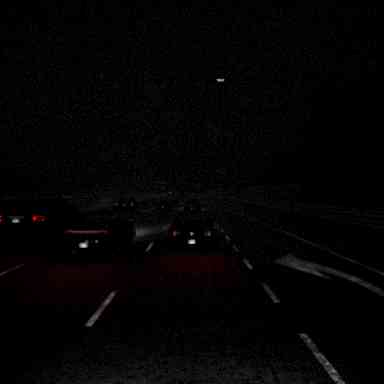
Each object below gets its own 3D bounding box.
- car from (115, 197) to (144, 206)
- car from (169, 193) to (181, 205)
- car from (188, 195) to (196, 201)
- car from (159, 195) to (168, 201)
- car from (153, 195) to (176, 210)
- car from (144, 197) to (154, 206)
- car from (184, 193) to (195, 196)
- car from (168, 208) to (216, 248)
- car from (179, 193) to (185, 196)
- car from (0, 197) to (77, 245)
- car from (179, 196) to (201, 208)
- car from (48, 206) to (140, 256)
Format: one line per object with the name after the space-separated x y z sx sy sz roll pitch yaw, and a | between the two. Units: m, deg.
-6.991 1.377 36.478 2.097 1.767 4.553 0 0 0 | car
-3.483 1.472 59.944 1.882 1.535 5.008 0 0 0 | car
0.021 1.488 80.668 1.812 1.442 4.674 0 0 0 | car
-6.979 1.488 80.671 1.812 1.442 4.674 0 0 0 | car
-3.488 1.527 42.841 1.837 1.490 4.892 0 0 0 | car
-6.985 1.494 55.438 2.128 1.511 4.902 0 0 0 | car
0.018 1.466 63.541 1.882 1.535 5.008 0 0 0 | car
0.003 1.621 14.960 1.895 1.301 4.718 0 0 0 | car
-3.479 1.504 80.667 2.033 1.411 5.357 0 0 0 | car
-6.996 1.244 15.912 2.150 2.045 5.566 0 0 0 | car
0.009 1.516 37.445 2.128 1.511 4.902 0 0 0 | car
-3.498 1.510 13.159 2.128 1.511 4.902 0 0 0 | car
